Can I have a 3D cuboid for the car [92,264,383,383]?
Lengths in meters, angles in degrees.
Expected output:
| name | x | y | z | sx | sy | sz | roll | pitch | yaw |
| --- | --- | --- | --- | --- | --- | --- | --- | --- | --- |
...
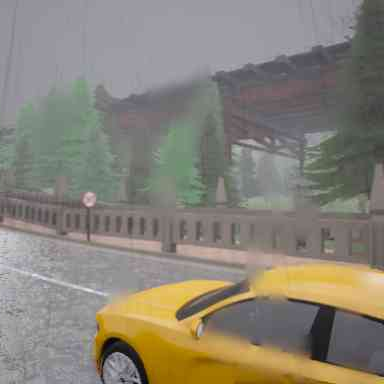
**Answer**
| name | x | y | z | sx | sy | sz | roll | pitch | yaw |
| --- | --- | --- | --- | --- | --- | --- | --- | --- | --- |
| car | 1.133 | 1.482 | 3.186 | 5.008 | 1.535 | 1.882 | 0 | 0 | 36 |
